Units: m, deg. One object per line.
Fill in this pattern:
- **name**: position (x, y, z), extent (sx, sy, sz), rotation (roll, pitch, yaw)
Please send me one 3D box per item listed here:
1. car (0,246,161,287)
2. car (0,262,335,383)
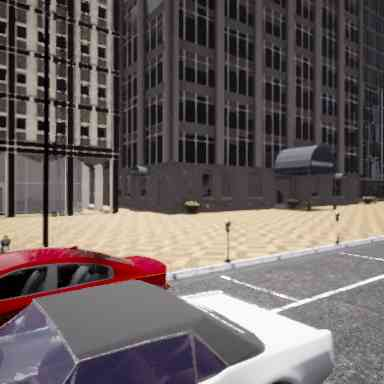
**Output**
- **car**: position (-2.449, 1.541, 4.803), extent (4.507, 1.381, 1.887), rotation (0, 1, -36)
- **car**: position (-0.987, 1.597, 2.676), extent (4.718, 1.301, 1.895), rotation (0, 0, -36)
